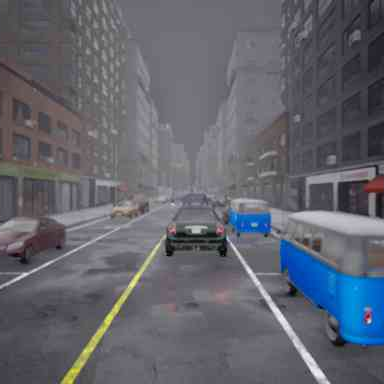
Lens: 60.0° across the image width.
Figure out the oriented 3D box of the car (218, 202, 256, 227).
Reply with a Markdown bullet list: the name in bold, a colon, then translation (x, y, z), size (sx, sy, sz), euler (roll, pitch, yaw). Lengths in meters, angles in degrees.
- **car**: translation (2.908, 1.430, 22.461), size (2.008, 1.369, 4.403), euler (1, 0, 1)

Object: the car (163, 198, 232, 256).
- **car**: translation (0.176, 1.281, 12.941), size (2.097, 1.767, 4.553), euler (0, 0, 1)

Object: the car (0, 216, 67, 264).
- **car**: translation (-5.733, 1.518, 11.541), size (1.802, 1.307, 4.206), euler (1, 0, 1)

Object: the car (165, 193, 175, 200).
- **car**: translation (-5.068, 1.077, 77.453), size (1.967, 1.590, 4.097), euler (0, 0, 1)

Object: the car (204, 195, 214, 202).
- **car**: translation (3.346, 1.224, 66.389), size (1.887, 1.381, 4.507), euler (0, 0, 1)

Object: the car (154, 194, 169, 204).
- **car**: translation (-5.292, 1.248, 55.313), size (1.752, 1.417, 4.829), euler (0, 0, 1)

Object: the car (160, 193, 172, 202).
- **car**: translation (-5.179, 1.118, 66.467), size (1.967, 1.590, 4.097), euler (0, 0, 1)

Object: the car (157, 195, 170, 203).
- **car**: translation (-5.235, 1.250, 60.975), size (2.008, 1.369, 4.403), euler (0, 0, 1)

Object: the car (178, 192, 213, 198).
- **car**: translation (0.306, 1.080, 26.905), size (2.150, 2.045, 5.566), euler (0, 1, 1)

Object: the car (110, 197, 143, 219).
- **car**: translation (-5.568, 1.376, 27.850), size (1.752, 1.417, 4.829), euler (1, 0, 1)

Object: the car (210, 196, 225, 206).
- **car**: translation (3.640, 1.279, 48.515), size (1.812, 1.442, 4.674), euler (0, 0, 1)

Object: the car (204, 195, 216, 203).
- **car**: translation (3.292, 1.246, 60.898), size (1.887, 1.381, 4.507), euler (0, 0, 1)

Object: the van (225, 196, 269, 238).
- **van**: translation (2.856, 1.249, 16.968), size (1.690, 1.788, 3.998), euler (1, 0, 1)

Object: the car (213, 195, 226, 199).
- **car**: translation (3.533, 1.138, 41.484), size (2.097, 1.767, 4.553), euler (0, 0, 1)

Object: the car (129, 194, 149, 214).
- **car**: translation (-5.509, 1.138, 33.511), size (2.192, 1.841, 5.009), euler (1, 0, 1)

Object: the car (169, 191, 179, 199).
- **car**: translation (-2.465, 0.933, 58.162), size (2.150, 2.045, 5.566), euler (0, 0, 1)

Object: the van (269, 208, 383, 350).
- **van**: translation (2.746, 1.308, 5.986), size (1.690, 1.788, 3.998), euler (1, 0, 1)

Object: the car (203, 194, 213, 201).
- **car**: translation (3.401, 1.209, 71.881), size (2.008, 1.369, 4.403), euler (0, 0, 1)
